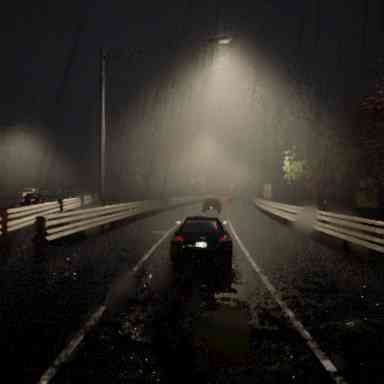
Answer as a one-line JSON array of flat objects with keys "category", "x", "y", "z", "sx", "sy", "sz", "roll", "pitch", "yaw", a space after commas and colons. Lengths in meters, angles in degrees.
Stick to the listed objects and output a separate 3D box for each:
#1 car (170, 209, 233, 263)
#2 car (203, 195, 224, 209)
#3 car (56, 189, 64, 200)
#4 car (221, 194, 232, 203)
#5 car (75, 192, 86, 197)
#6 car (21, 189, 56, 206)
[{"category": "car", "x": 0.354, "y": 1.521, "z": 11.814, "sx": 1.994, "sy": 1.385, "sz": 4.181, "roll": 0, "pitch": 0, "yaw": 2}, {"category": "car", "x": 2.270, "y": 1.371, "z": 36.651, "sx": 1.837, "sy": 1.490, "sz": 4.892, "roll": 0, "pitch": 0, "yaw": 7}, {"category": "car", "x": -24.169, "y": 0.422, "z": 58.944, "sx": 2.150, "sy": 2.045, "sz": 5.566, "roll": 0, "pitch": 1, "yaw": -11}, {"category": "car", "x": 6.285, "y": 1.114, "z": 62.002, "sx": 2.097, "sy": 1.767, "sz": 4.553, "roll": 0, "pitch": 0, "yaw": 12}, {"category": "car", "x": -21.896, "y": 0.715, "z": 65.659, "sx": 1.994, "sy": 1.385, "sz": 4.181, "roll": 0, "pitch": 1, "yaw": -11}, {"category": "car", "x": -15.859, "y": 0.842, "z": 34.208, "sx": 2.097, "sy": 1.767, "sz": 4.553, "roll": 0, "pitch": 1, "yaw": -11}]
